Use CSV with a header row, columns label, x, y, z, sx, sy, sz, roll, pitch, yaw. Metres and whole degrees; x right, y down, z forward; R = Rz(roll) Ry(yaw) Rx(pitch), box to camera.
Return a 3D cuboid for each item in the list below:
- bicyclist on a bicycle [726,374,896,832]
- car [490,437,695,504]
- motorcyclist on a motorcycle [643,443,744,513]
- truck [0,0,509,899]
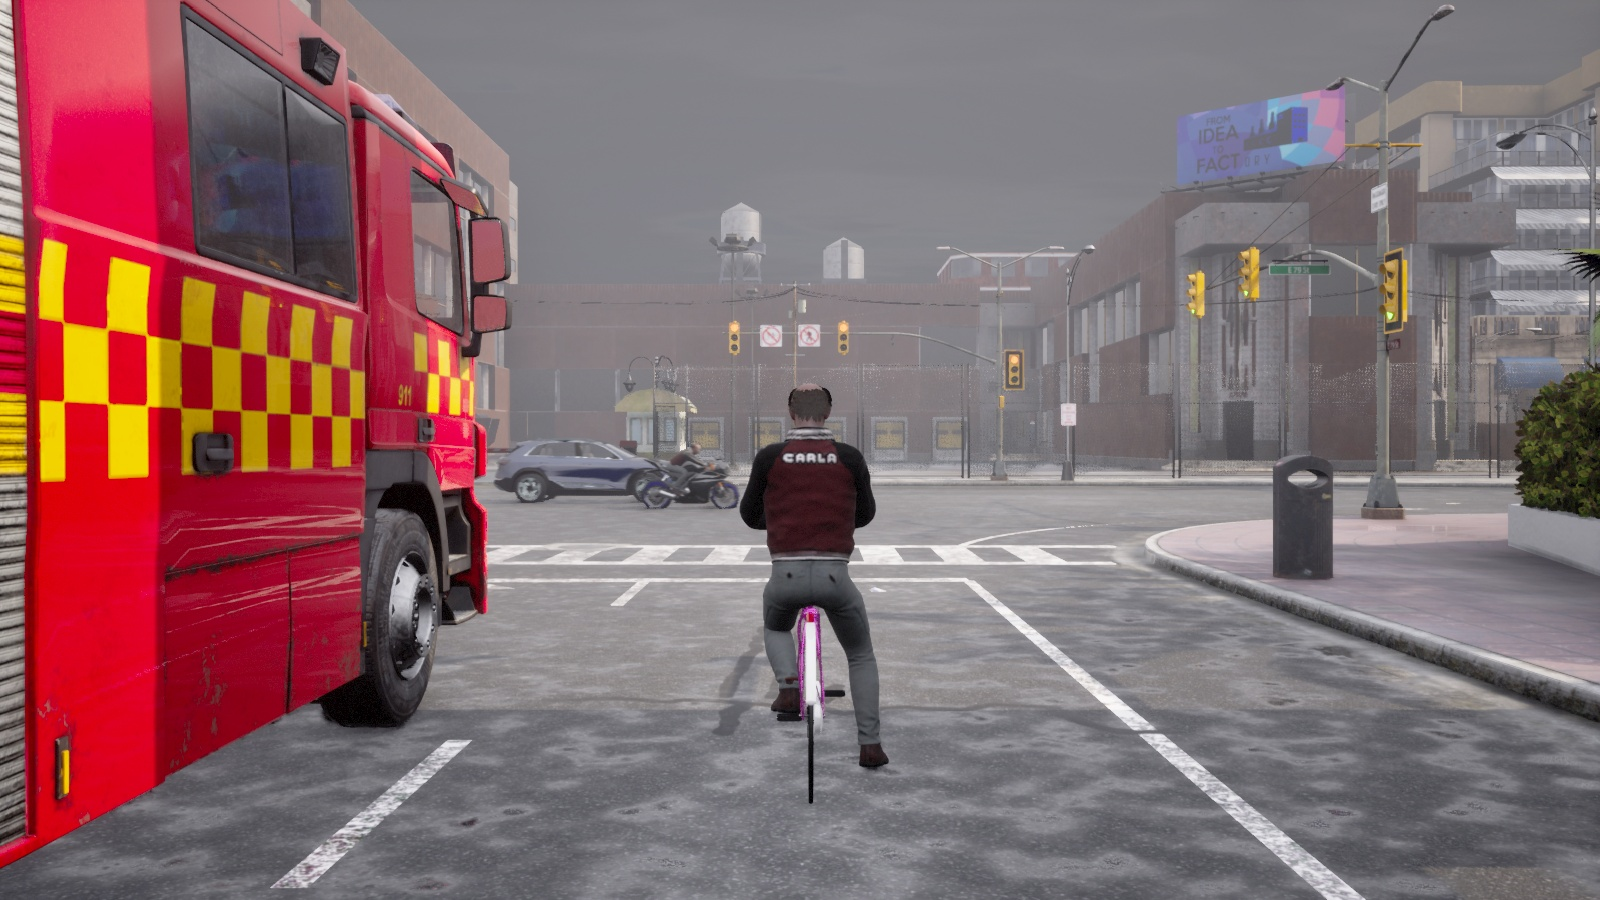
label,x,y,z,sx,sy,sz,roll,pitch,yaw
bicyclist on a bicycle,0.044,0.584,5.787,0.659,1.776,1.843,0,1,0
car,-5.190,0.493,31.857,4.856,1.649,2.033,0,0,1
motorcyclist on a motorcycle,-2.377,0.620,28.321,2.191,1.530,0.866,0,0,1
truck,-3.466,-0.446,4.404,2.891,3.827,8.468,0,0,0
